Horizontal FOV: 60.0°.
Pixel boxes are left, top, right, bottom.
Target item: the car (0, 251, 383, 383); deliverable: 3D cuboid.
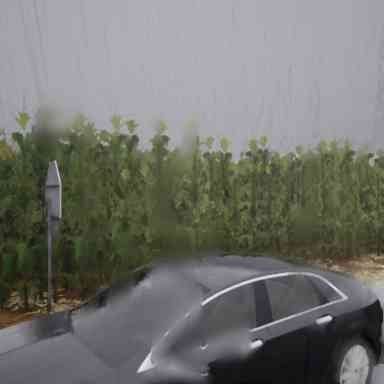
[{"bbox_3d":[0.073,1.502,3.545,4.892,1.490,1.837,0,0,-32],"label":"car"}]
